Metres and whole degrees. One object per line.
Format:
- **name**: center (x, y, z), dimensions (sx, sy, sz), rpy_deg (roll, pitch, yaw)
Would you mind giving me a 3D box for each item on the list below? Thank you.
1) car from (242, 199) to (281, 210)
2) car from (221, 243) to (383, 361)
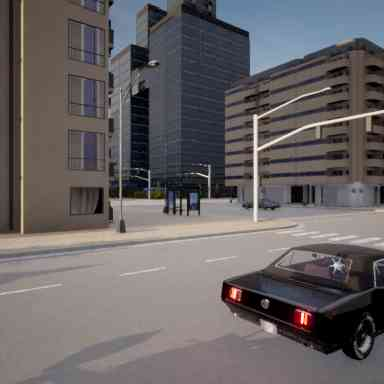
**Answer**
- **car**: center (8.970, 1.603, 43.409), dimensions (2.033, 1.411, 5.357), rpy_deg (0, 0, -37)
- **car**: center (2.866, 1.601, 5.959), dimensions (4.718, 1.301, 1.895), rpy_deg (0, 0, -36)
